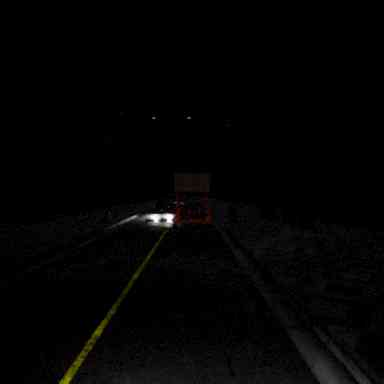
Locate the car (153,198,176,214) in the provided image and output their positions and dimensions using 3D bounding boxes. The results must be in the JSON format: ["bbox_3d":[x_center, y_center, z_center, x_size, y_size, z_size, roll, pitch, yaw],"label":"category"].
[{"bbox_3d":[-3.110,1.627,36.390,1.895,1.301,4.718,0,0,0],"label":"car"}]

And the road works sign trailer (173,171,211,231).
[{"bbox_3d":[-0.007,0.475,20.893,2.380,3.560,2.880,0,0,0],"label":"road works sign trailer"}]

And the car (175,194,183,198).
[{"bbox_3d":[-3.029,1.215,78.067,2.097,1.767,4.553,0,0,0],"label":"car"}]
